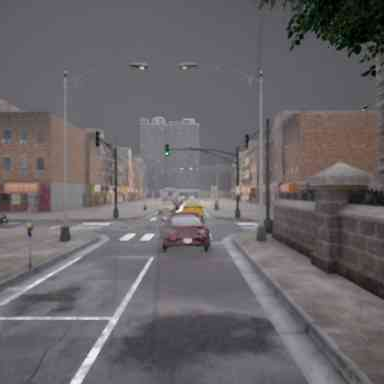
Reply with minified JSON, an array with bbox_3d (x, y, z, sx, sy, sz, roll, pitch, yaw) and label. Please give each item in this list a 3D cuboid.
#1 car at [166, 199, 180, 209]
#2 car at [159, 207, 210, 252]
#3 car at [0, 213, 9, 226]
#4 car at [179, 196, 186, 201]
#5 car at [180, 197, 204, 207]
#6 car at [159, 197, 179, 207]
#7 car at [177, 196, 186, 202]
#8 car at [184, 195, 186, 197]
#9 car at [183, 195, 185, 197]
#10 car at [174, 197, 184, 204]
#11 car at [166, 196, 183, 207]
[{"bbox_3d":[-2.627,1.696,46.967,1.802,1.307,4.206,0,0,0],"label":"car"},{"bbox_3d":[-0.372,1.558,14.062,1.812,1.442,4.674,0,0,-6],"label":"car"},{"bbox_3d":[-14.434,1.574,21.370,4.892,1.490,1.837,0,0,0],"label":"car"},{"bbox_3d":[-2.616,1.757,90.414,1.752,1.417,4.829,0,0,0],"label":"car"},{"bbox_3d":[0.108,1.551,31.244,1.882,1.535,5.008,0,0,0],"label":"car"},{"bbox_3d":[-2.630,1.611,35.893,1.752,1.417,4.829,0,0,0],"label":"car"},{"bbox_3d":[-2.617,1.768,85.132,2.008,1.369,4.403,0,0,0],"label":"car"},{"bbox_3d":[-2.623,1.724,63.323,1.947,1.339,4.313,0,0,0],"label":"car"},{"bbox_3d":[-2.624,1.709,57.871,1.947,1.339,4.313,0,0,0],"label":"car"},{"bbox_3d":[-2.621,1.723,68.776,2.008,1.369,4.403,0,0,0],"label":"car"},{"bbox_3d":[-2.629,1.415,41.516,2.192,1.841,5.009,0,0,0],"label":"car"}]
